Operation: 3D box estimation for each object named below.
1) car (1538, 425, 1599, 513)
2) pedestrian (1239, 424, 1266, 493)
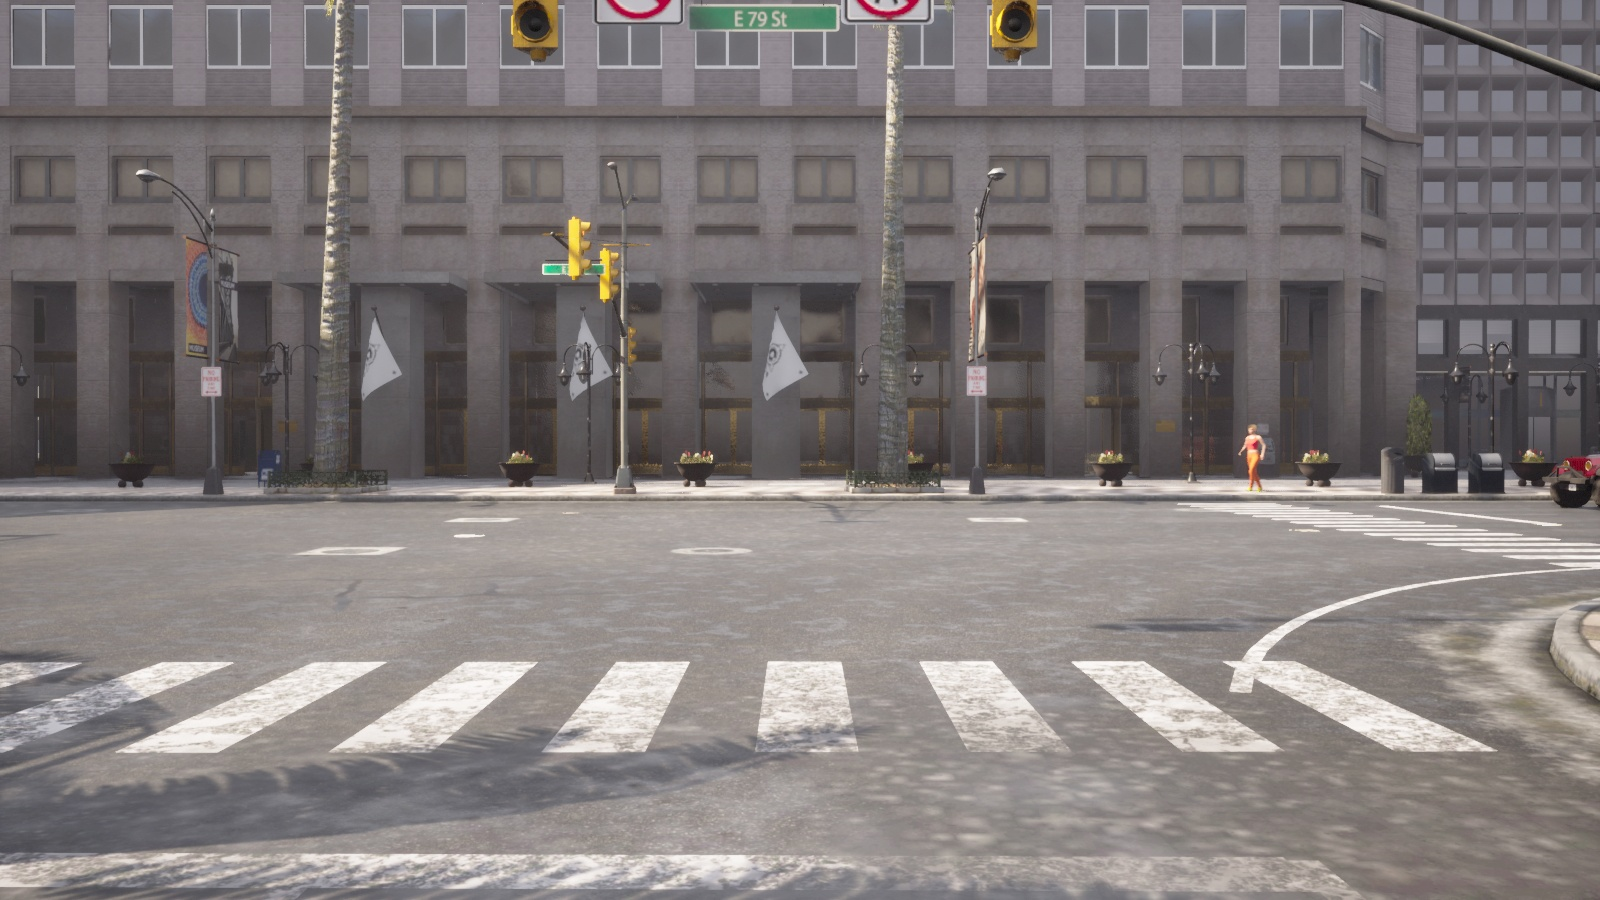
[{"bbox_3d":[18.784,0.401,27.708,3.866,1.878,1.905,0,0,1],"label":"car"},{"bbox_3d":[12.092,0.223,33.563,0.594,1.836,0.345,0,0,-27],"label":"pedestrian"}]
